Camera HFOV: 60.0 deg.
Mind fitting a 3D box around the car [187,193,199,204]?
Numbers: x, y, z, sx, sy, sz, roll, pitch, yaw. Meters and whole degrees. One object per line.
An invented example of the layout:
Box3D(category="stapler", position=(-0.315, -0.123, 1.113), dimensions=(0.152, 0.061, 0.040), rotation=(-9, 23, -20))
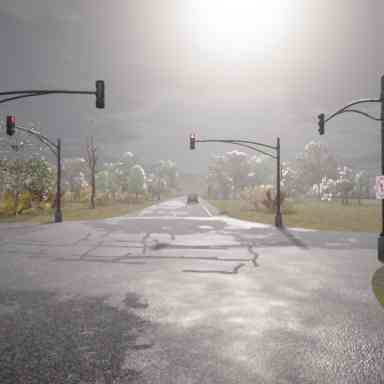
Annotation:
Box3D(category="car", position=(0.157, 1.293, 67.595), dimensions=(2.150, 2.045, 5.566), rotation=(0, 0, 0))
